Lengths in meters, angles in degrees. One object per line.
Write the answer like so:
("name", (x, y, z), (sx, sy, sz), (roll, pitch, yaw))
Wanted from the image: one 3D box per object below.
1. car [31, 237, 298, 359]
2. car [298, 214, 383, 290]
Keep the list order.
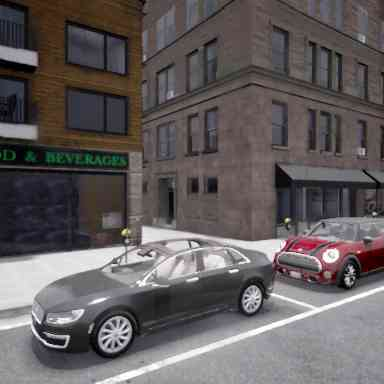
("car", (-0.410, 1.554, 5.887), (4.403, 1.369, 2.008), (0, 0, -35))
("car", (4.093, 1.451, 9.078), (4.097, 1.590, 1.967), (0, 0, -35))
